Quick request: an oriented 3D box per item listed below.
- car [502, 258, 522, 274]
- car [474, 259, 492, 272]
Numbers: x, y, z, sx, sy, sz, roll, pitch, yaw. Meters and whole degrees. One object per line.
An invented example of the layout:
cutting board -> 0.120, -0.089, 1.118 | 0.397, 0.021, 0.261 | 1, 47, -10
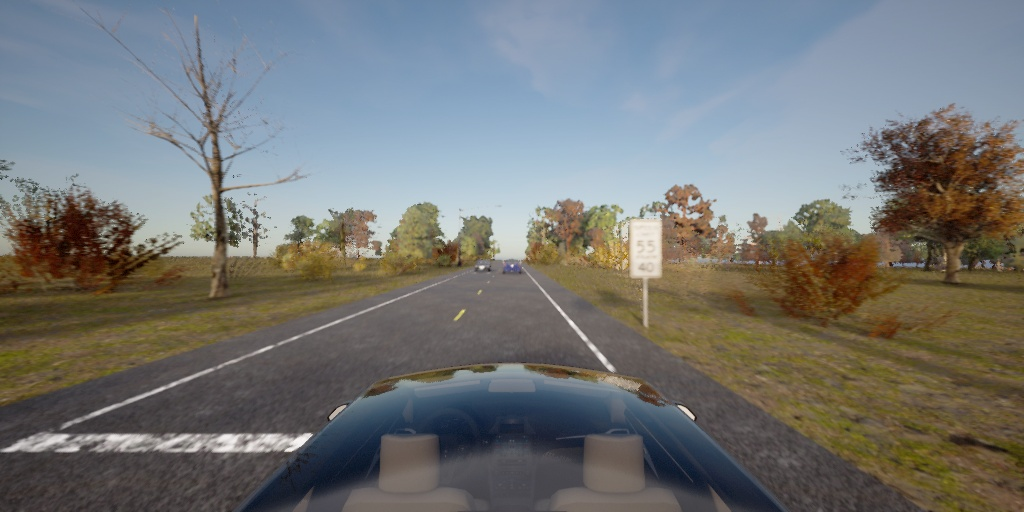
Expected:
car -> 0.007, 1.031, 39.390 | 2.097, 1.767, 4.553 | 0, 0, 0
car -> -3.493, 1.165, 44.007 | 2.128, 1.511, 4.902 | 0, 0, 0
